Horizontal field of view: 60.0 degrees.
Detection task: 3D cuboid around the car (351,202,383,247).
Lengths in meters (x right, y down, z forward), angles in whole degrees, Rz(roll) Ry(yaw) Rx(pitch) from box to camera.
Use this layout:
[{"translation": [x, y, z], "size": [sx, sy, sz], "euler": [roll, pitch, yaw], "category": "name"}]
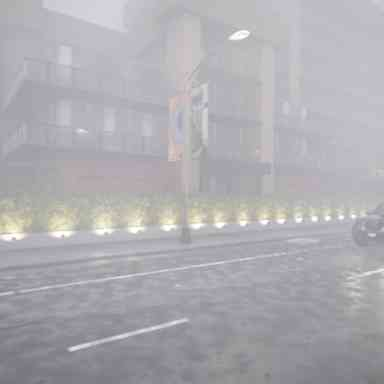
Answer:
[{"translation": [9.500, 1.413, 14.944], "size": [5.566, 2.045, 2.150], "euler": [1, -1, -35], "category": "car"}]
